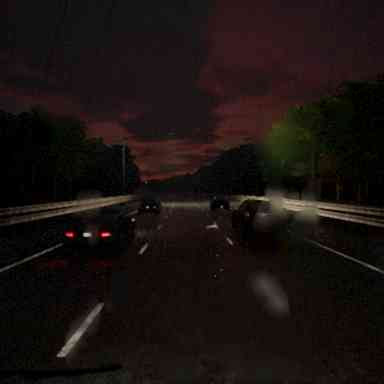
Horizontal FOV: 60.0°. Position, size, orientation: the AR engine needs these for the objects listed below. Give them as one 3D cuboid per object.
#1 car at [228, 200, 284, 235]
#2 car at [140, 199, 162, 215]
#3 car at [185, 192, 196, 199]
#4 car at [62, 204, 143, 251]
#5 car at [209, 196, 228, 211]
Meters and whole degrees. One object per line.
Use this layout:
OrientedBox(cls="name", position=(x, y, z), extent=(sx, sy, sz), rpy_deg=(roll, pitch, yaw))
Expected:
OrientedBox(cls="car", position=(3.428, 1.221, 18.112), extent=(2.097, 1.767, 4.553), rpy_deg=(0, 0, -1))
OrientedBox(cls="car", position=(-3.832, 1.327, 30.712), extent=(2.033, 1.411, 5.357), rpy_deg=(0, 0, -1))
OrientedBox(cls="car", position=(-0.014, 1.107, 91.137), extent=(1.895, 1.301, 4.718), rpy_deg=(0, 0, -4))
OrientedBox(cls="car", position=(-3.500, 1.450, 13.530), extent=(2.033, 1.411, 5.357), rpy_deg=(0, 0, -1))
OrientedBox(cls="car", position=(2.998, 1.241, 36.549), extent=(1.837, 1.490, 4.892), rpy_deg=(0, 0, -2))
